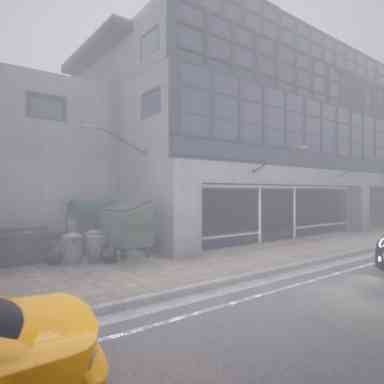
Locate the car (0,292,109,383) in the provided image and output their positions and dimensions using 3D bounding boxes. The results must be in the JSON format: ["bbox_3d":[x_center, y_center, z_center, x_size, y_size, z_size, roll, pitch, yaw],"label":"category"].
[{"bbox_3d":[-3.063,1.478,2.010,5.008,1.535,1.882,0,0,-34],"label":"car"}]

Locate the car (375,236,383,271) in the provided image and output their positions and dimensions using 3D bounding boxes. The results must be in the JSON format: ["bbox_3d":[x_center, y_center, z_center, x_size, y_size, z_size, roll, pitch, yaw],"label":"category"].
[{"bbox_3d":[7.161,1.354,9.516,4.553,1.767,2.097,0,0,-37],"label":"car"}]
